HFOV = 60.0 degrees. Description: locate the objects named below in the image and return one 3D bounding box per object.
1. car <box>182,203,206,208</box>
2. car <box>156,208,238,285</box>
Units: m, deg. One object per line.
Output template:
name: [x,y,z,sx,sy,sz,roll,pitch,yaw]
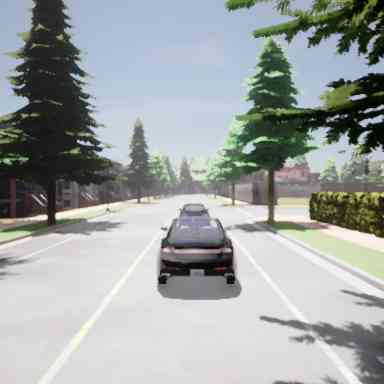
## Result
car: [0.123,1.373,20.265,1.812,1.442,4.674,0,1,-1]
car: [0.112,1.422,9.272,2.128,1.511,4.902,0,0,0]
